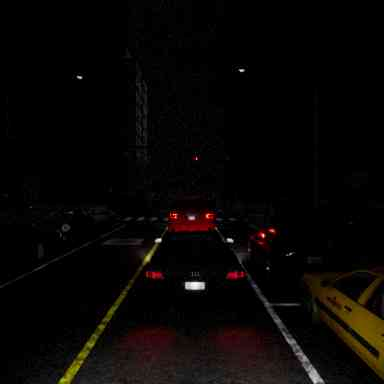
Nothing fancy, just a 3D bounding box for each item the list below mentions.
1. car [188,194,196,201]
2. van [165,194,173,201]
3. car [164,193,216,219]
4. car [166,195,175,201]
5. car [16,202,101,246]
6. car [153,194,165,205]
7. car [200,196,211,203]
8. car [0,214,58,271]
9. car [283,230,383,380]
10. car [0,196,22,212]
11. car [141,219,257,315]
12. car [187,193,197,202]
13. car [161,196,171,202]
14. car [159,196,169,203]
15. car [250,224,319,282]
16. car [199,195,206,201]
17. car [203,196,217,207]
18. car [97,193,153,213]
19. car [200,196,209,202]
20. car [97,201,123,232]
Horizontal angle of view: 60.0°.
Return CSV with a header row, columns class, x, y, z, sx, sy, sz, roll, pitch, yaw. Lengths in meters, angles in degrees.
class,x,y,z,sx,sy,sz,roll,pitch,yaw
car,-0.059,1.382,88.968,2.097,1.767,4.553,0,0,0
van,-5.820,1.365,85.046,1.690,1.788,3.998,0,0,0
car,-0.008,1.221,17.091,2.150,2.045,5.566,0,0,0
car,-5.823,1.578,90.484,2.008,1.369,4.403,0,0,0
car,-5.774,1.440,14.994,1.967,1.590,4.097,0,0,0
car,-5.802,1.324,57.858,2.192,1.841,5.009,0,0,0
car,2.716,1.565,68.739,2.008,1.369,4.403,0,0,0
car,-5.770,1.544,9.537,1.887,1.381,4.507,0,0,0
car,2.758,1.525,4.257,1.752,1.417,4.829,0,0,0
car,-17.940,1.169,31.902,4.902,1.511,2.128,1,0,0
car,0.054,1.564,7.670,1.994,1.385,4.181,0,0,0
car,-0.052,1.245,78.353,2.150,2.045,5.566,0,0,0
car,-5.812,1.543,74.001,1.752,1.417,4.829,0,0,0
car,-5.809,1.596,68.733,1.802,1.307,4.206,0,0,0
car,2.755,1.565,9.544,1.947,1.339,4.313,0,0,0
car,2.706,1.549,85.222,1.752,1.417,4.829,0,0,0
car,2.727,1.448,52.426,1.967,1.590,4.097,0,0,0
car,-7.333,1.108,35.130,5.566,2.045,2.150,1,0,0
car,2.713,1.562,74.177,1.887,1.381,4.507,0,0,0
car,-5.777,1.525,20.280,1.752,1.417,4.829,0,0,0
